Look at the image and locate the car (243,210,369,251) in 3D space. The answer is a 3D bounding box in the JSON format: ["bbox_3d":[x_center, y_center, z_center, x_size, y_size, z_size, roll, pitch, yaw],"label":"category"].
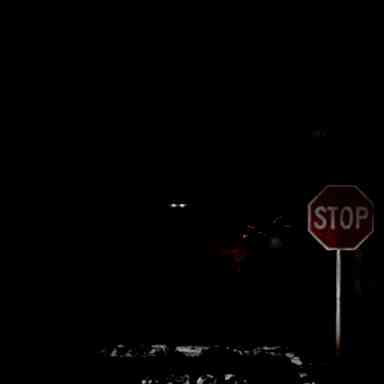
[{"bbox_3d":[4.549,1.527,13.509,4.892,1.490,1.837,0,0,0],"label":"car"}]

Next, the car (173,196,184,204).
[{"bbox_3d":[-2.620,1.612,65.384,1.882,1.535,5.008,0,0,0],"label":"car"}]
